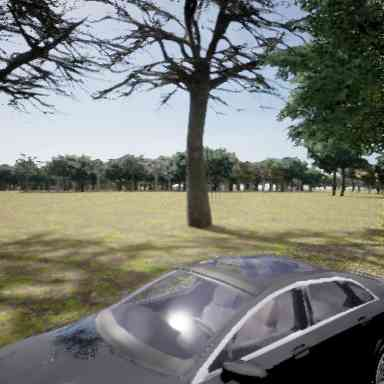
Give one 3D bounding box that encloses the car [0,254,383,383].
[{"bbox_3d":[0.386,1.494,3.347,4.902,1.511,2.128,0,0,-35],"label":"car"}]
